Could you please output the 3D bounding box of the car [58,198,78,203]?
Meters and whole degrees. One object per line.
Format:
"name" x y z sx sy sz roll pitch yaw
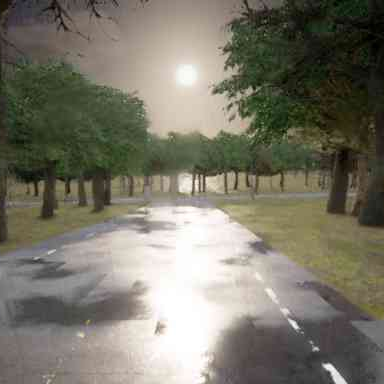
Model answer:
"car" -32.947 2.227 88.638 4.718 1.301 1.895 -1 3 0
